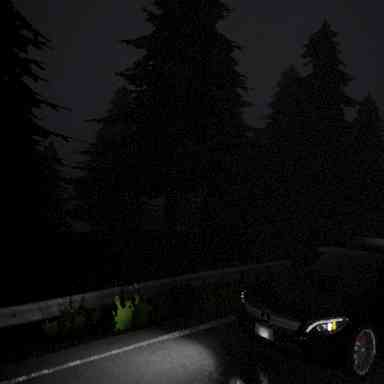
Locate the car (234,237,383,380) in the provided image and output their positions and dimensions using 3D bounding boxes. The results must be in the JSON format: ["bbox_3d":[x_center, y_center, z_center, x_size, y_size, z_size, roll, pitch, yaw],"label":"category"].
[{"bbox_3d":[2.837,1.551,5.631,4.674,1.442,1.812,0,0,-35],"label":"car"}]
